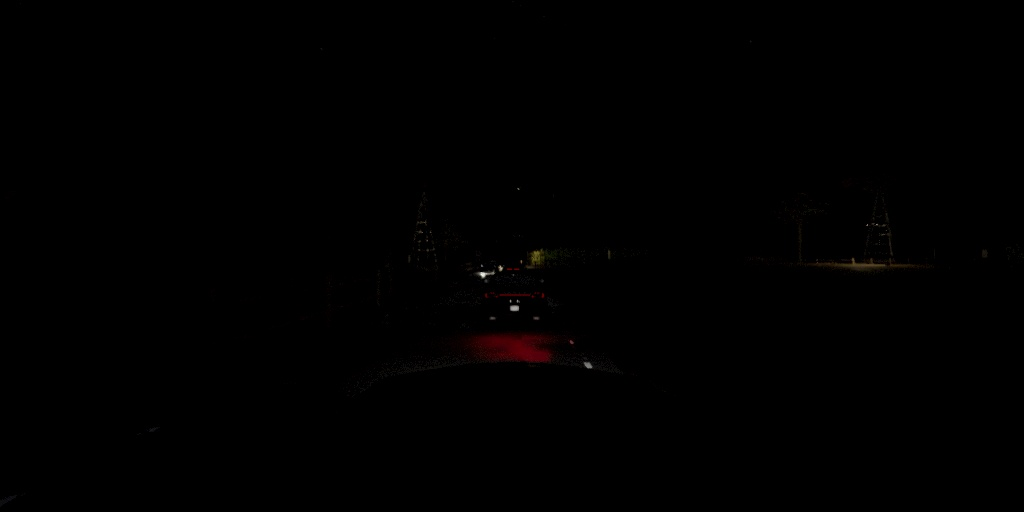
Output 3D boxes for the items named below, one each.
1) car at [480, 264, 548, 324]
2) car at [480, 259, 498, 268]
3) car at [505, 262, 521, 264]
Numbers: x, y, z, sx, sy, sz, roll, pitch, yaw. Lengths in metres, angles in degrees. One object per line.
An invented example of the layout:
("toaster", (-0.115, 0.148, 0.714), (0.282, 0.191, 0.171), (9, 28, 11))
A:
("car", (0.076, 1.195, 11.842), (1.882, 1.535, 5.008), (0, 0, 0))
("car", (-2.802, 1.169, 45.512), (2.097, 1.767, 4.553), (0, 0, 0))
("car", (0.107, 1.235, 30.936), (1.837, 1.490, 4.892), (0, 0, 0))
